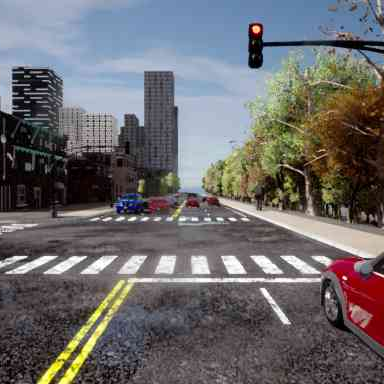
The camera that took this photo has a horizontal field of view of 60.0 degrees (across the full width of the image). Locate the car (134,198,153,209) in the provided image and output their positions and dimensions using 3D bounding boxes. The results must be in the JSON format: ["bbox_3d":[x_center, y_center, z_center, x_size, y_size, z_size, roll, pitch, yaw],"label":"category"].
[{"bbox_3d":[-6.567,1.585,45.543,1.895,1.301,4.718,0,0,0],"label":"car"}]

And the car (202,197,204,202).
[{"bbox_3d":[3.279,1.522,75.491,1.994,1.385,4.181,0,0,0],"label":"car"}]

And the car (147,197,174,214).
[{"bbox_3d":[-3.324,1.466,35.545,1.882,1.535,5.008,0,0,0],"label":"car"}]

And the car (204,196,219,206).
[{"bbox_3d":[3.369,1.458,54.119,1.882,1.535,5.008,0,0,0],"label":"car"}]

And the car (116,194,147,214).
[{"bbox_3d":[-6.571,1.210,35.797,2.150,2.045,5.566,0,0,0],"label":"car"}]

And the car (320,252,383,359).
[{"bbox_3d":[3.350,1.351,4.175,2.097,1.767,4.553,0,0,0],"label":"car"}]

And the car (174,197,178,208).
[{"bbox_3d":[-3.315,1.532,45.444,2.033,1.411,5.357,0,0,0],"label":"car"}]

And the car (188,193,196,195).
[{"bbox_3d":[0.037,1.196,73.322,2.150,2.045,5.566,0,0,0],"label":"car"}]

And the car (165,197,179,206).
[{"bbox_3d":[-3.303,1.527,56.017,2.033,1.411,5.357,0,0,0],"label":"car"}]

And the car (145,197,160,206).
[{"bbox_3d":[-6.551,1.544,55.572,1.994,1.385,4.181,0,0,1],"label":"car"}]

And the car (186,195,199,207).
[{"bbox_3d":[0.118,1.546,50.685,1.994,1.385,4.181,0,0,0],"label":"car"}]
